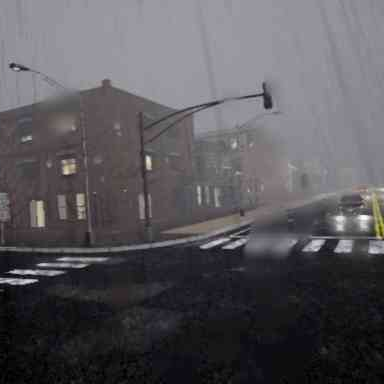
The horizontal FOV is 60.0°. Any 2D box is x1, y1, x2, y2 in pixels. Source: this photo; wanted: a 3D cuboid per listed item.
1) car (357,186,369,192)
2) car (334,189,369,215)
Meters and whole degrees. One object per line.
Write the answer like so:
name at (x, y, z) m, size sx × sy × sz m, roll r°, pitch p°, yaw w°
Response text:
car at (28.214, -0.199, 55.257) m, size 2.097 × 1.767 × 4.553 m, roll -3°, pitch 0°, yaw 28°
car at (11.998, 0.912, 25.022) m, size 1.837 × 1.490 × 4.892 m, roll -3°, pitch 2°, yaw 28°
